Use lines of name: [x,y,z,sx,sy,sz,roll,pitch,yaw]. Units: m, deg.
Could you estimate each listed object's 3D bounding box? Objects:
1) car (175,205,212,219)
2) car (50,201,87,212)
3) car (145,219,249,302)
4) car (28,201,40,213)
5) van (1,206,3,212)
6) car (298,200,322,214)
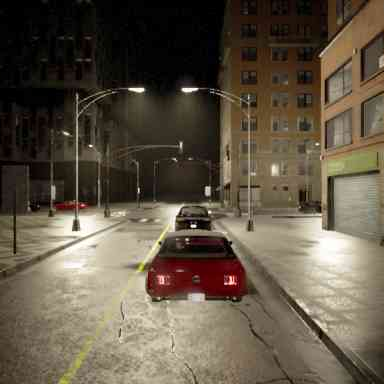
car: [0.069,1.474,18.331,1.882,1.535,5.008,0,0,0]
car: [-14.532,1.701,39.229,4.206,1.307,1.802,0,0,0]
car: [0.086,1.601,8.183,1.895,1.301,4.718,0,0,0]
car: [-20.181,1.725,39.226,4.313,1.339,1.947,0,0,0]
van: [-20.169,1.425,30.702,3.998,1.788,1.690,0,0,0]
car: [12.057,1.415,30.720,4.313,1.339,1.947,0,0,0]
